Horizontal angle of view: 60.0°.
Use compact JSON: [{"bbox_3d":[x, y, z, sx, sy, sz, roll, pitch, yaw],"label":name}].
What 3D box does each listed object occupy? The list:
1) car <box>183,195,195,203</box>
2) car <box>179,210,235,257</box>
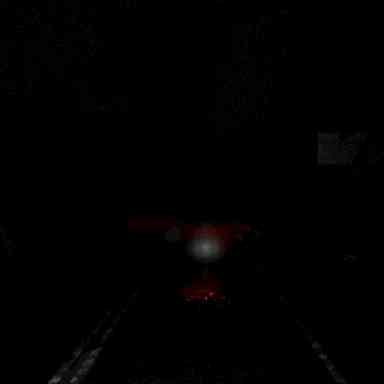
[{"bbox_3d":[-0.519,1.230,59.997,1.812,1.442,4.674,0,0,3],"label":"car"},{"bbox_3d":[0.564,1.437,12.624,1.837,1.490,4.892,0,1,3],"label":"car"}]
